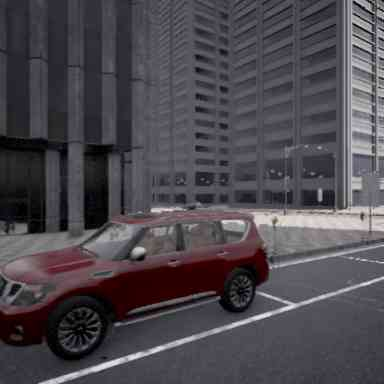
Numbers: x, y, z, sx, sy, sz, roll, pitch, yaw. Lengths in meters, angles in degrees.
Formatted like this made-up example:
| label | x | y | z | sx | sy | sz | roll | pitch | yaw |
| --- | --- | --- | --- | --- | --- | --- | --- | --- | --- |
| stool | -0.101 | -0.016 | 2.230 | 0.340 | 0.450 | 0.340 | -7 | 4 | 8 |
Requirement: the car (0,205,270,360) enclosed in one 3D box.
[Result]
| label | x | y | z | sx | sy | sz | roll | pitch | yaw |
| --- | --- | --- | --- | --- | --- | --- | --- | --- | --- |
| car | -0.728 | 1.313 | 6.130 | 5.009 | 1.841 | 2.192 | 0 | 0 | -35 |

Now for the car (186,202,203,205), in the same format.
| label | x | y | z | sx | sy | sz | roll | pitch | yaw |
| --- | --- | --- | --- | --- | --- | --- | --- | --- | --- |
| car | 0.620 | 2.351 | 53.607 | 2.033 | 1.411 | 5.357 | 0 | -1 | -35 |
